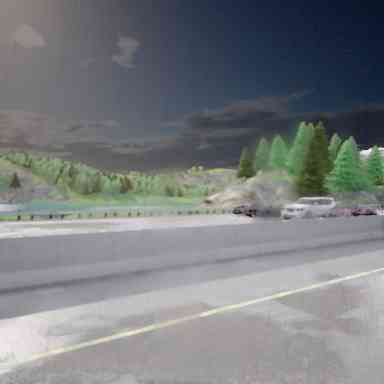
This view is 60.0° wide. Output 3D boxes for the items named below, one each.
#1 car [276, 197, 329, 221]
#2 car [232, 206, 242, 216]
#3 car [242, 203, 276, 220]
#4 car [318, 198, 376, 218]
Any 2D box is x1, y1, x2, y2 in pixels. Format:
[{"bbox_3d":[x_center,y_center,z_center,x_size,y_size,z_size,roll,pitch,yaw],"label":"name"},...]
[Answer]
[{"bbox_3d":[10.095,1.453,28.319,5.566,2.045,2.150,1,0,-35],"label":"car"},{"bbox_3d":[6.110,1.774,34.071,4.181,1.385,1.994,1,0,-35],"label":"car"},{"bbox_3d":[7.188,1.808,30.549,4.718,1.301,1.895,1,0,-35],"label":"car"},{"bbox_3d":[12.145,1.593,25.481,4.553,1.767,2.097,1,0,-35],"label":"car"}]
